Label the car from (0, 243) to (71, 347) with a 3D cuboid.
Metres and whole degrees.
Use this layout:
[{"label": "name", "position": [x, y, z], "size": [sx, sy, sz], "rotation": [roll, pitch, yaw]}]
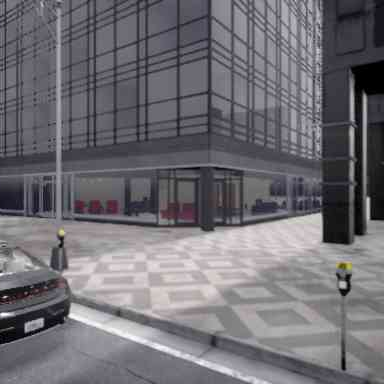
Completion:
[{"label": "car", "position": [-3.892, 1.553, 5.739], "size": [4.403, 1.369, 2.008], "rotation": [0, 0, 36]}]
